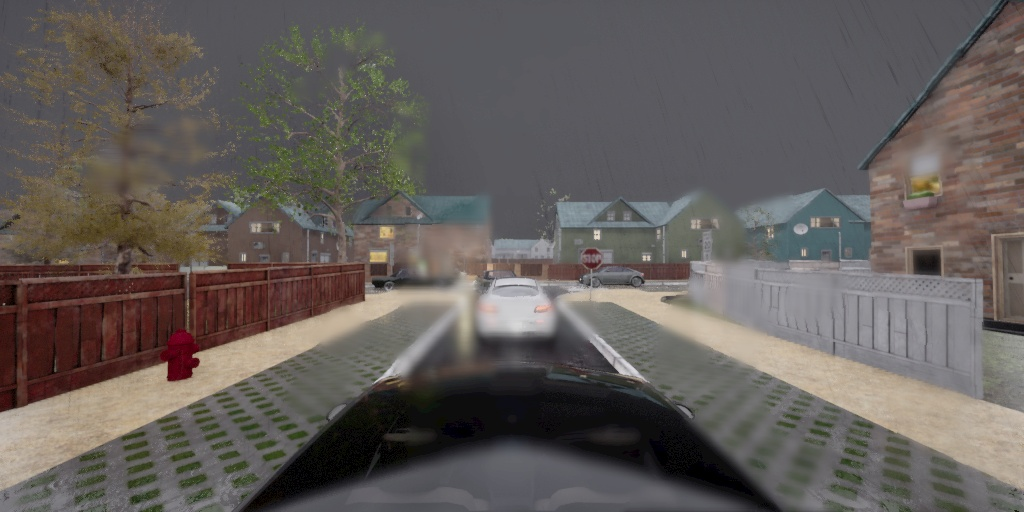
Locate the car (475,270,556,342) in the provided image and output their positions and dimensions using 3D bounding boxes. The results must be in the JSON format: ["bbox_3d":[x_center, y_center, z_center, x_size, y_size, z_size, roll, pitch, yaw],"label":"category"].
[{"bbox_3d":[0.100,1.279,9.707,1.812,1.442,4.674,0,0,0],"label":"car"}]

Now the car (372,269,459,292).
[{"bbox_3d":[-5.490,1.416,20.909,4.718,1.301,1.895,-1,-1,1],"label":"car"}]

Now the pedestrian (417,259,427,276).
[{"bbox_3d":[-6.711,1.118,26.793,0.375,1.860,0.375,0,-1,1],"label":"pedestrian"}]

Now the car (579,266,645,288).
[{"bbox_3d":[6.529,1.344,23.704,4.181,1.385,1.994,0,-1,1],"label":"car"}]
